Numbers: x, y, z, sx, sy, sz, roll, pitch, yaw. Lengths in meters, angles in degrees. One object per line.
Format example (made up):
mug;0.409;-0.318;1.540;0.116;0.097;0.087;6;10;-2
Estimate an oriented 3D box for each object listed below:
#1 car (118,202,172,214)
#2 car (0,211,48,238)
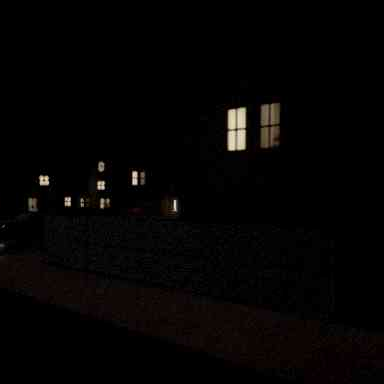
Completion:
car;-4.048;1.898;29.452;2.150;2.045;5.566;1;-1;36
car;-10.151;1.979;21.141;1.812;1.442;4.674;1;-1;36
